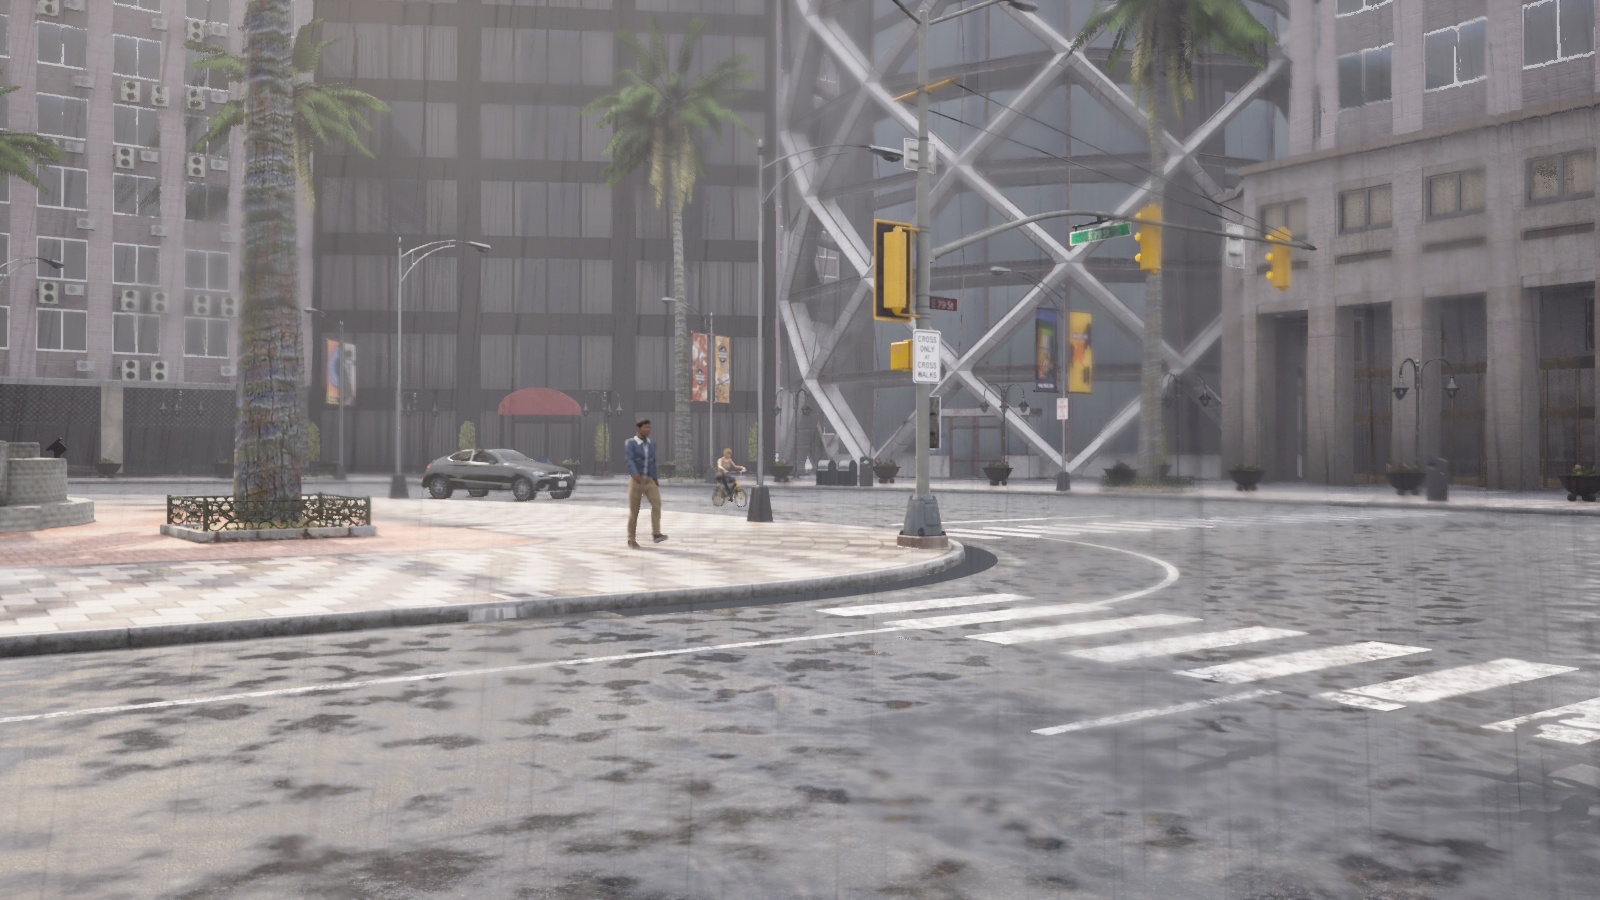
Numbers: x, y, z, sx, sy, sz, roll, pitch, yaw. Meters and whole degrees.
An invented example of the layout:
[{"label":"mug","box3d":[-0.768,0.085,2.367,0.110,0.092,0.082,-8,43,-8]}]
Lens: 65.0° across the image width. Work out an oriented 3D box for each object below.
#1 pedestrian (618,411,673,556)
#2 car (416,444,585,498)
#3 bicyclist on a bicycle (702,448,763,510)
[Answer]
[{"label":"pedestrian","box3d":[-2.131,0.448,17.305,0.423,1.949,0.788,0,0,-36]},{"label":"car","box3d":[-9.559,0.642,40.032,5.027,1.651,2.152,0,0,26]},{"label":"bicyclist on a bicycle","box3d":[-1.842,0.768,33.961,0.866,1.612,1.509,-1,0,-42]}]
